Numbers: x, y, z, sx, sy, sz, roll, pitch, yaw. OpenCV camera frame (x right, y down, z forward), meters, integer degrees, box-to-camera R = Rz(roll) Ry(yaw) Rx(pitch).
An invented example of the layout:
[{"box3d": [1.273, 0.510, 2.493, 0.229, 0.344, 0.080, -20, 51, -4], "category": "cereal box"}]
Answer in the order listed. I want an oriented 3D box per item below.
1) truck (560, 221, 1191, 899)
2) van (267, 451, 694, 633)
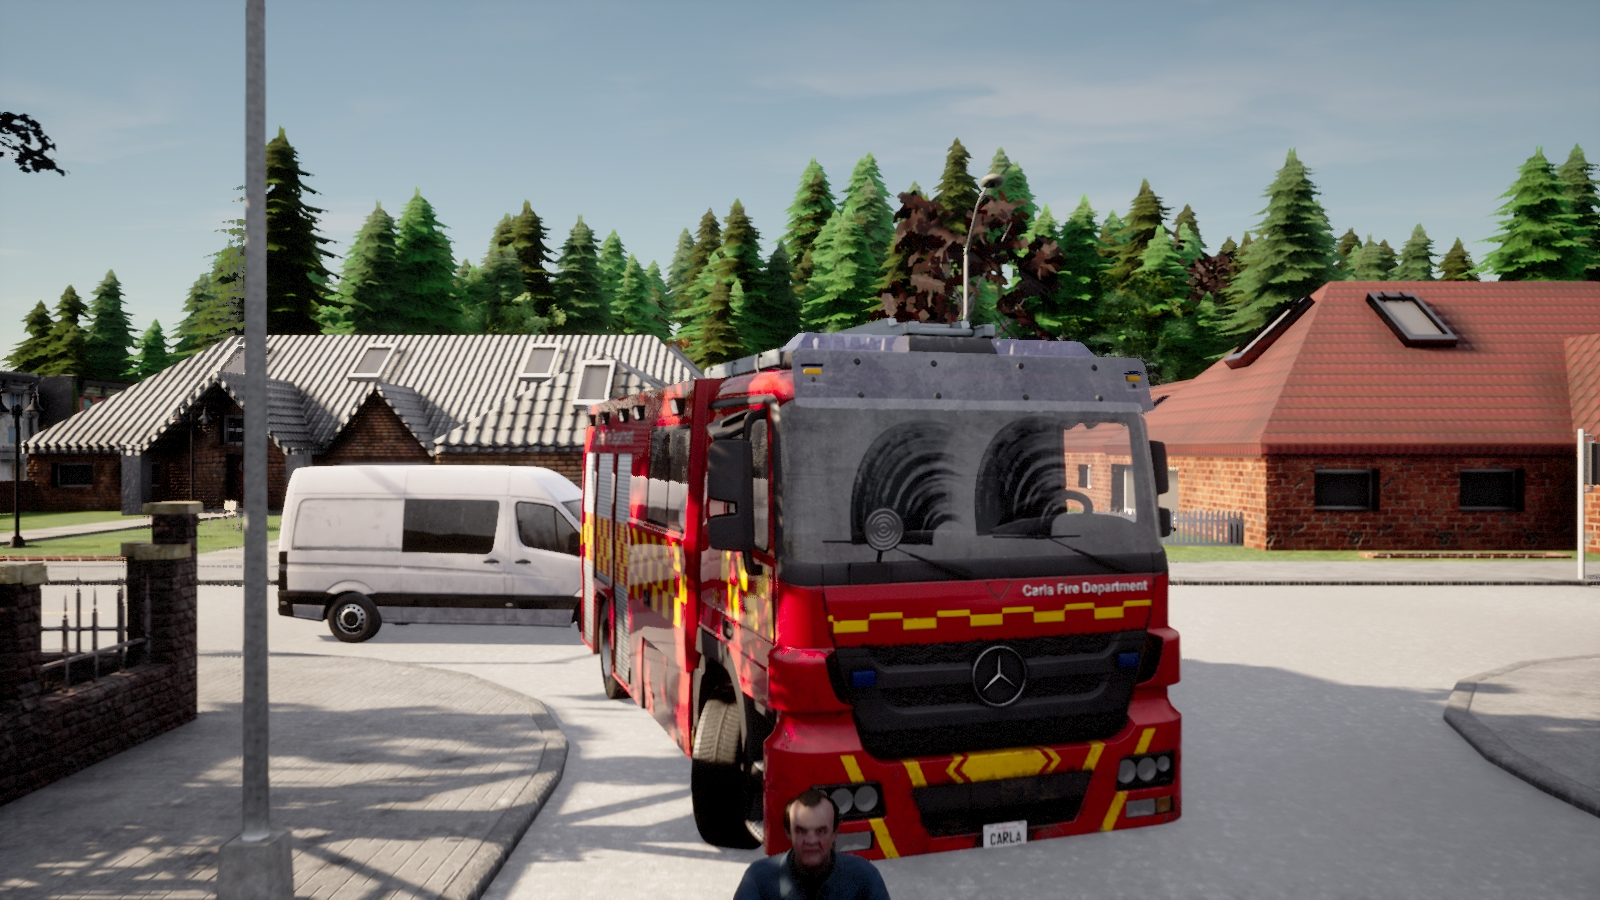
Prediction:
[{"box3d": [-0.275, 0.662, 10.709, 2.891, 3.827, 8.468, 0, 0, -19], "category": "truck"}, {"box3d": [-4.695, 1.301, 17.333, 5.915, 2.561, 1.988, 0, 0, 4], "category": "van"}]
